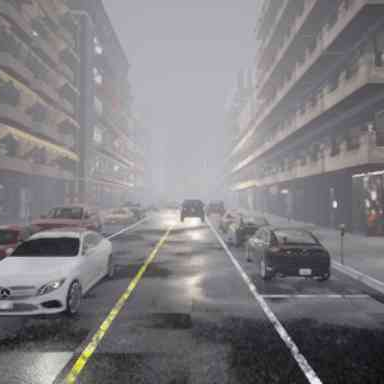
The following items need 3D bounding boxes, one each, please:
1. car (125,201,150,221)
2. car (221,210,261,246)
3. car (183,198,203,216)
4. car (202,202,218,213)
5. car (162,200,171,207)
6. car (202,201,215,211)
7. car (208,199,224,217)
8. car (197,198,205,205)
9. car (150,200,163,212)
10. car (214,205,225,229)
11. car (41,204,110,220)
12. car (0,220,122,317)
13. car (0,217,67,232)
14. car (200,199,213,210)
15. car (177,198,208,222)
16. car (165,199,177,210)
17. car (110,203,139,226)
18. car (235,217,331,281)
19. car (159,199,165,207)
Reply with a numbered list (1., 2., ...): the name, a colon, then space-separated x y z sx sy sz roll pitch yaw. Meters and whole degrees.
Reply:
1. car: -5.726 1.759 32.369 2.192 1.841 5.009 1 -1 0
2. car: 2.678 1.764 15.644 2.008 1.369 4.403 1 -1 0
3. car: 0.046 1.794 41.732 2.150 2.045 5.566 0 -1 -3
4. car: 2.625 2.223 49.048 2.008 1.369 4.403 1 -1 0
5. car: -5.801 2.645 76.904 1.802 1.307 4.206 1 -1 0
6. car: 2.616 2.294 54.615 1.887 1.381 4.507 1 -1 0
7. car: 2.646 1.833 37.916 2.192 1.841 5.009 1 -1 0
8. car: 2.556 2.609 93.591 2.192 1.841 5.009 1 -1 0
9. car: -5.756 2.241 49.068 1.947 1.339 4.313 1 -1 0
10. car: 2.670 1.816 21.381 1.752 1.417 4.829 1 -1 0
11. car: -5.699 1.531 15.667 2.192 1.841 5.009 1 -1 0
12. car: -3.110 1.634 7.837 1.812 1.442 4.674 0 -1 0
13. car: -5.693 1.685 10.097 1.887 1.381 4.507 1 -1 0
14. car: 2.610 2.142 60.185 2.192 1.841 5.009 1 -1 0
15. car: 0.060 1.642 30.748 2.150 2.045 5.566 0 -1 0
16. car: -3.144 2.263 57.114 1.882 1.535 5.008 0 -1 0
17. car: -5.720 1.891 26.629 1.752 1.417 4.829 1 -1 0
18. car: 2.687 1.688 10.077 2.008 1.369 4.403 1 -1 0
19. car: -5.779 2.222 65.773 2.192 1.841 5.009 1 -1 0
